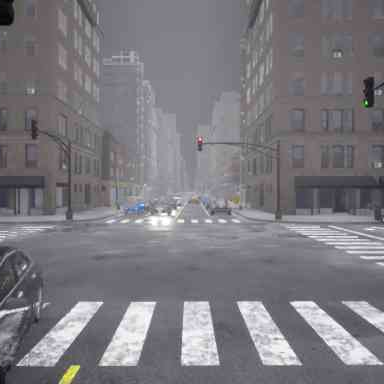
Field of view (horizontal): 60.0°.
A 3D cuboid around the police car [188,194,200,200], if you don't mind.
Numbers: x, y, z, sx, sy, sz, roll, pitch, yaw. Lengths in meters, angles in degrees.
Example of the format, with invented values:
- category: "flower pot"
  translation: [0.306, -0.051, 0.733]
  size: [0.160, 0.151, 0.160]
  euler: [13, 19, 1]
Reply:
- category: "police car"
  translation: [0.596, 1.414, 95.351]
  size: [1.930, 1.638, 5.238]
  euler: [0, 0, -16]

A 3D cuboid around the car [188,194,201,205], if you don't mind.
- category: "car"
  translation: [0.302, 1.528, 59.473]
  size: [1.812, 1.442, 4.674]
  euler: [0, 0, 1]

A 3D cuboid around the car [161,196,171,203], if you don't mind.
- category: "car"
  translation: [-5.612, 1.543, 73.035]
  size: [1.887, 1.381, 4.507]
  euler: [0, 0, 0]

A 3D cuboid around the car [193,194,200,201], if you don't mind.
- category: "car"
  translation: [1.090, 1.448, 89.522]
  size: [1.801, 1.575, 5.366]
  euler: [0, 0, 0]

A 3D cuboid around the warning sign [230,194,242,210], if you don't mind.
- category: "warning sign"
  translation: [5.200, 1.118, 39.317]
  size: [1.300, 1.860, 1.060]
  euler: [0, 0, 0]

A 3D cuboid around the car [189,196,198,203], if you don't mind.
- category: "car"
  translation: [0.293, 1.601, 69.719]
  size: [1.895, 1.301, 4.718]
  euler: [0, 0, 1]

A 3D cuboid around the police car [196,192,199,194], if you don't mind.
- category: "police car"
  translation: [1.065, 1.421, 79.427]
  size: [1.930, 1.638, 5.238]
  euler: [0, 0, -1]

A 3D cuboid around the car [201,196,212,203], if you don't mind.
- category: "car"
  translation: [2.895, 1.551, 67.346]
  size: [2.008, 1.369, 4.403]
  euler: [0, 0, 0]

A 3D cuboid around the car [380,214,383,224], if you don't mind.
- category: "car"
  translation: [14.356, 1.520, 20.678]
  size: [4.892, 1.490, 1.837]
  euler: [0, 0, 0]

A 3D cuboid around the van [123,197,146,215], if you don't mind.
- category: "van"
  translation: [-5.747, 1.343, 33.358]
  size: [1.690, 1.788, 3.998]
  euler: [0, 0, 0]

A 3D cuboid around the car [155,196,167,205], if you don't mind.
- category: "car"
  translation: [-5.651, 1.527, 61.529]
  size: [1.752, 1.417, 4.829]
  euler: [0, 0, 0]

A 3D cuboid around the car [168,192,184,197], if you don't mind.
- category: "car"
  translation: [-2.903, 1.224, 54.473]
  size: [2.150, 2.045, 5.566]
  euler: [0, 0, 0]

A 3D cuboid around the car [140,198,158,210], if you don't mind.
- category: "car"
  translation: [-5.708, 1.569, 44.694]
  size: [1.947, 1.339, 4.313]
  euler: [0, 0, 0]

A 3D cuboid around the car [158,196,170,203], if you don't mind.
- category: "car"
  translation: [-5.631, 1.566, 67.367]
  size: [1.947, 1.339, 4.313]
  euler: [0, 0, 0]

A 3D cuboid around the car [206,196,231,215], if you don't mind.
- category: "car"
  translation: [2.778, 1.442, 33.331]
  size: [1.967, 1.590, 4.097]
  euler: [0, 0, 0]

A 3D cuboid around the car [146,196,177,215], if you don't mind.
- category: "car"
  translation: [-2.992, 1.493, 33.498]
  size: [2.128, 1.511, 4.902]
  euler: [0, 0, 0]

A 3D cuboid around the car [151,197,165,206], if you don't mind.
- category: "car"
  translation: [-5.670, 1.568, 56.031]
  size: [1.947, 1.339, 4.313]
  euler: [0, 0, 0]

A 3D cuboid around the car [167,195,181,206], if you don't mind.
- category: "car"
  translation: [-2.952, 1.494, 43.743]
  size: [2.128, 1.511, 4.902]
  euler: [0, 0, 0]

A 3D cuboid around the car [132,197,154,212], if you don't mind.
- category: "car"
  translation: [-5.728, 1.443, 39.026]
  size: [1.967, 1.590, 4.097]
  euler: [0, 0, 0]

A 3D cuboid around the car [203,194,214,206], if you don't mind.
- category: "car"
  translation: [2.817, 1.443, 44.669]
  size: [1.967, 1.590, 4.097]
  euler: [0, 0, 0]

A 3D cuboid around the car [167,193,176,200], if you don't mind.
- category: "car"
  translation: [-5.554, 1.306, 90.041]
  size: [2.192, 1.841, 5.009]
  euler: [0, 0, 0]

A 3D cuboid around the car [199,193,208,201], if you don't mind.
- category: "car"
  translation: [2.952, 1.309, 84.354]
  size: [2.192, 1.841, 5.009]
  euler: [0, 0, 0]

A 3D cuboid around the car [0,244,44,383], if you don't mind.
- category: "car"
  translation: [-3.113, 1.507, 4.174]
  size: [1.837, 1.490, 4.892]
  euler: [4, -1, -15]

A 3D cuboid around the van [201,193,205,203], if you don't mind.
- category: "van"
  translation: [2.855, 1.344, 56.007]
  size: [1.690, 1.788, 3.998]
  euler: [0, 0, 0]

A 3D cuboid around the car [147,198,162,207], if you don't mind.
- category: "car"
  translation: [-5.689, 1.585, 50.363]
  size: [1.802, 1.307, 4.206]
  euler: [0, 0, 0]
